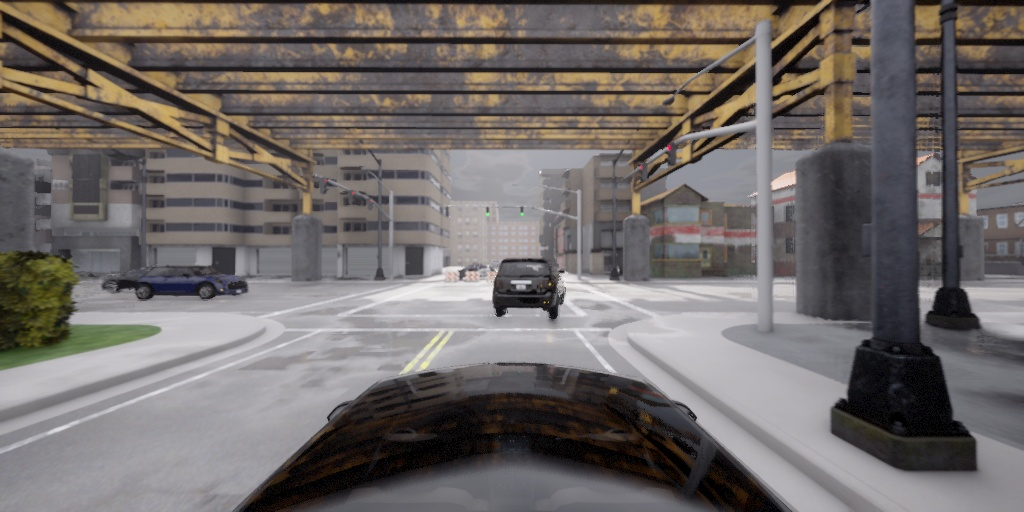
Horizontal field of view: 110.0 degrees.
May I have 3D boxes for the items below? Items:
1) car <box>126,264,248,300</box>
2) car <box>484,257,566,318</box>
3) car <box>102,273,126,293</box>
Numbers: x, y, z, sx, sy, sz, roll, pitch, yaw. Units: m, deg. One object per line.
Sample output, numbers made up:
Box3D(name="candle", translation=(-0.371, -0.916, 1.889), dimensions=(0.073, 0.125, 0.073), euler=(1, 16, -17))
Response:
Box3D(name="car", translation=(-16.240, 1.249, 18.375), dimensions=(4.553, 1.767, 2.097), euler=(0, 0, 0))
Box3D(name="car", translation=(0.811, 1.079, 13.887), dimensions=(2.150, 2.045, 5.566), euler=(-1, 0, 11))
Box3D(name="car", translation=(-22.149, 1.417, 22.048), dimensions=(4.902, 1.511, 2.128), euler=(0, 0, 0))
